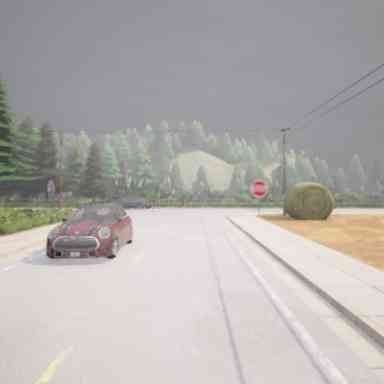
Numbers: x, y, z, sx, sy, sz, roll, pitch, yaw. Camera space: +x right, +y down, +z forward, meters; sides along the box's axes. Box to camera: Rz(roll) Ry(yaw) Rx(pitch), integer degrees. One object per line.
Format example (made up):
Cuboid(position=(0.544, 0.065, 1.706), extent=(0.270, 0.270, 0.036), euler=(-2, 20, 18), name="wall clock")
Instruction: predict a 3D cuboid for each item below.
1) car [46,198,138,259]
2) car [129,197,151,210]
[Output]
Cuboid(position=(-3.500, 1.268, 12.193), extent=(2.097, 1.767, 4.553), euler=(0, 0, 0), name="car")
Cuboid(position=(-6.830, 1.270, 37.758), extent=(4.181, 1.385, 1.994), euler=(0, 0, 14), name="car")
